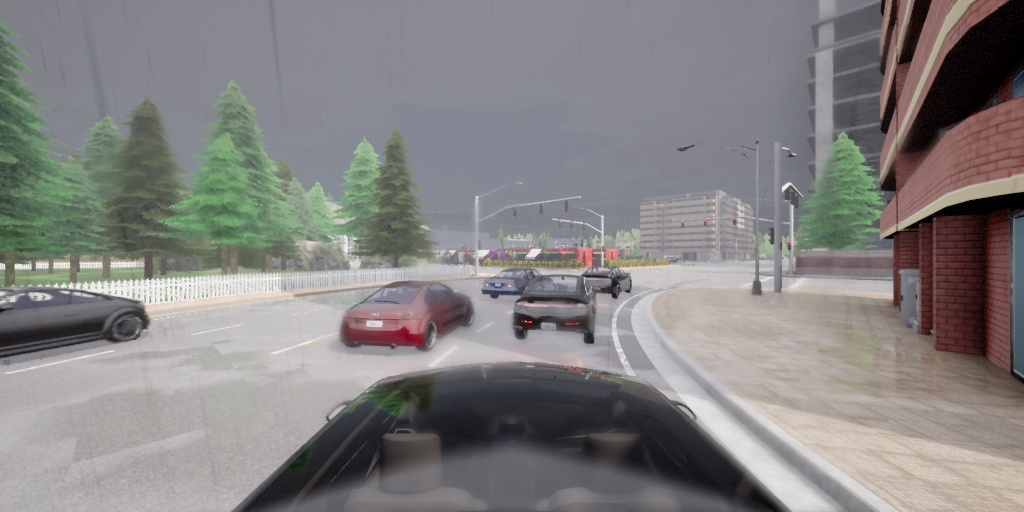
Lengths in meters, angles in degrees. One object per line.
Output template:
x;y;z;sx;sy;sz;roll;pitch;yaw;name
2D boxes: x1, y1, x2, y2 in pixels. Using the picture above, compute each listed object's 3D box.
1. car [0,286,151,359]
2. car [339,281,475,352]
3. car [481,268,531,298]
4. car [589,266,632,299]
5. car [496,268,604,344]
-9.990;1.314;7.029;1.994;1.385;4.181;0;0;8;car
-2.367;1.314;9.086;1.994;1.385;4.181;0;0;10;car
0.461;1.297;17.805;2.033;1.411;5.357;0;0;25;car
4.834;1.236;18.319;2.128;1.511;4.902;1;1;29;car
1.343;1.242;9.758;2.128;1.511;4.902;0;0;14;car
